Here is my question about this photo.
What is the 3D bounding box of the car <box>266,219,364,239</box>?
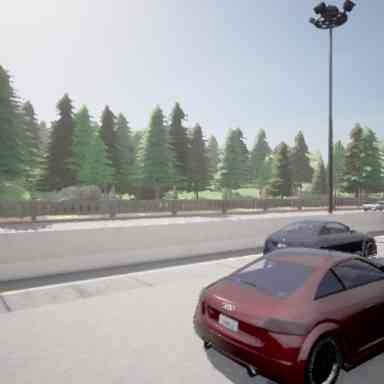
[{"bbox_3d":[4.352,1.608,11.161,4.181,1.385,1.994,0,0,-35],"label":"car"}]

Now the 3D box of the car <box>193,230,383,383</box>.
[{"bbox_3d":[2.088,1.585,5.265,4.181,1.385,1.994,0,0,-35],"label":"car"}]
